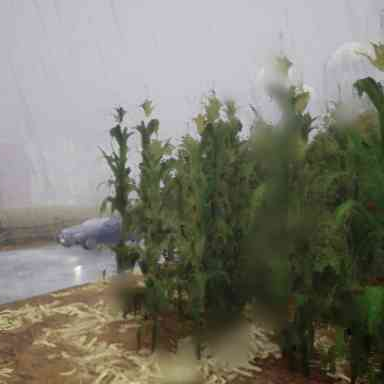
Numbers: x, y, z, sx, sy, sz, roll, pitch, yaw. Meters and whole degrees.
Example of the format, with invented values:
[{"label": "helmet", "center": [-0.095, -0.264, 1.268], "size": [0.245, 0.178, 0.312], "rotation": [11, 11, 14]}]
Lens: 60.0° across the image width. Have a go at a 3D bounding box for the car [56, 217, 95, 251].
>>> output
[{"label": "car", "center": [-4.231, 1.850, 16.230], "size": [1.812, 1.442, 4.674], "rotation": [-1, -1, 35]}]
